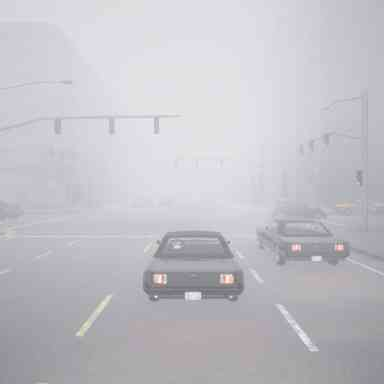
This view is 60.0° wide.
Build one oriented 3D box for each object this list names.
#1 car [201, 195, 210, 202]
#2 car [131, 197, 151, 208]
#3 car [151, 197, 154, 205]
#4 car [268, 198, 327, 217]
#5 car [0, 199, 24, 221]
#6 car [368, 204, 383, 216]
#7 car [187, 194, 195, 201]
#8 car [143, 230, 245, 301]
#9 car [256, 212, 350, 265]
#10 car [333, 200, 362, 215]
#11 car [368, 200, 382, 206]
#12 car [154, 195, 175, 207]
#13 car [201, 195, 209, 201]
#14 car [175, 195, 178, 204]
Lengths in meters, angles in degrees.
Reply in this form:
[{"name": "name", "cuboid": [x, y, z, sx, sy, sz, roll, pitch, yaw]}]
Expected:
[{"name": "car", "cuboid": [3.248, 1.595, 77.408, 1.895, 1.301, 4.718, 0, 0, 1]}, {"name": "car", "cuboid": [-7.547, 1.505, 47.854, 1.837, 1.490, 4.892, 0, 0, 0]}, {"name": "car", "cuboid": [-7.516, 1.547, 58.421, 2.033, 1.411, 5.357, 0, 0, 0]}, {"name": "car", "cuboid": [8.534, 1.397, 27.082, 4.553, 1.767, 2.097, 1, 0, 0]}, {"name": "car", "cuboid": [-16.813, 1.277, 27.115, 5.566, 2.045, 2.150, 0, 0, -1]}, {"name": "car", "cuboid": [3.593, 1.221, 1.903, 2.150, 2.045, 5.566, 0, 0, 0]}, {"name": "car", "cuboid": [-0.159, 1.355, 87.252, 2.097, 1.767, 4.553, 0, 0, 1]}, {"name": "car", "cuboid": [0.038, 1.601, 8.267, 1.895, 1.301, 4.718, 0, 0, 0]}, {"name": "car", "cuboid": [3.542, 1.601, 11.655, 1.895, 1.301, 4.718, 0, 0, 0]}, {"name": "car", "cuboid": [17.189, 1.533, 34.278, 5.008, 1.535, 1.882, 0, 0, 0]}, {"name": "car", "cuboid": [19.254, 1.547, 30.777, 4.902, 1.511, 2.128, 0, 0, 0]}, {"name": "car", "cuboid": [-4.065, 1.547, 50.263, 2.033, 1.411, 5.357, 0, 0, 0]}, {"name": "car", "cuboid": [3.343, 1.553, 87.383, 1.994, 1.385, 4.181, 0, 0, 1]}, {"name": "car", "cuboid": [-3.984, 1.505, 60.106, 1.837, 1.490, 4.892, 0, 0, 1]}]
